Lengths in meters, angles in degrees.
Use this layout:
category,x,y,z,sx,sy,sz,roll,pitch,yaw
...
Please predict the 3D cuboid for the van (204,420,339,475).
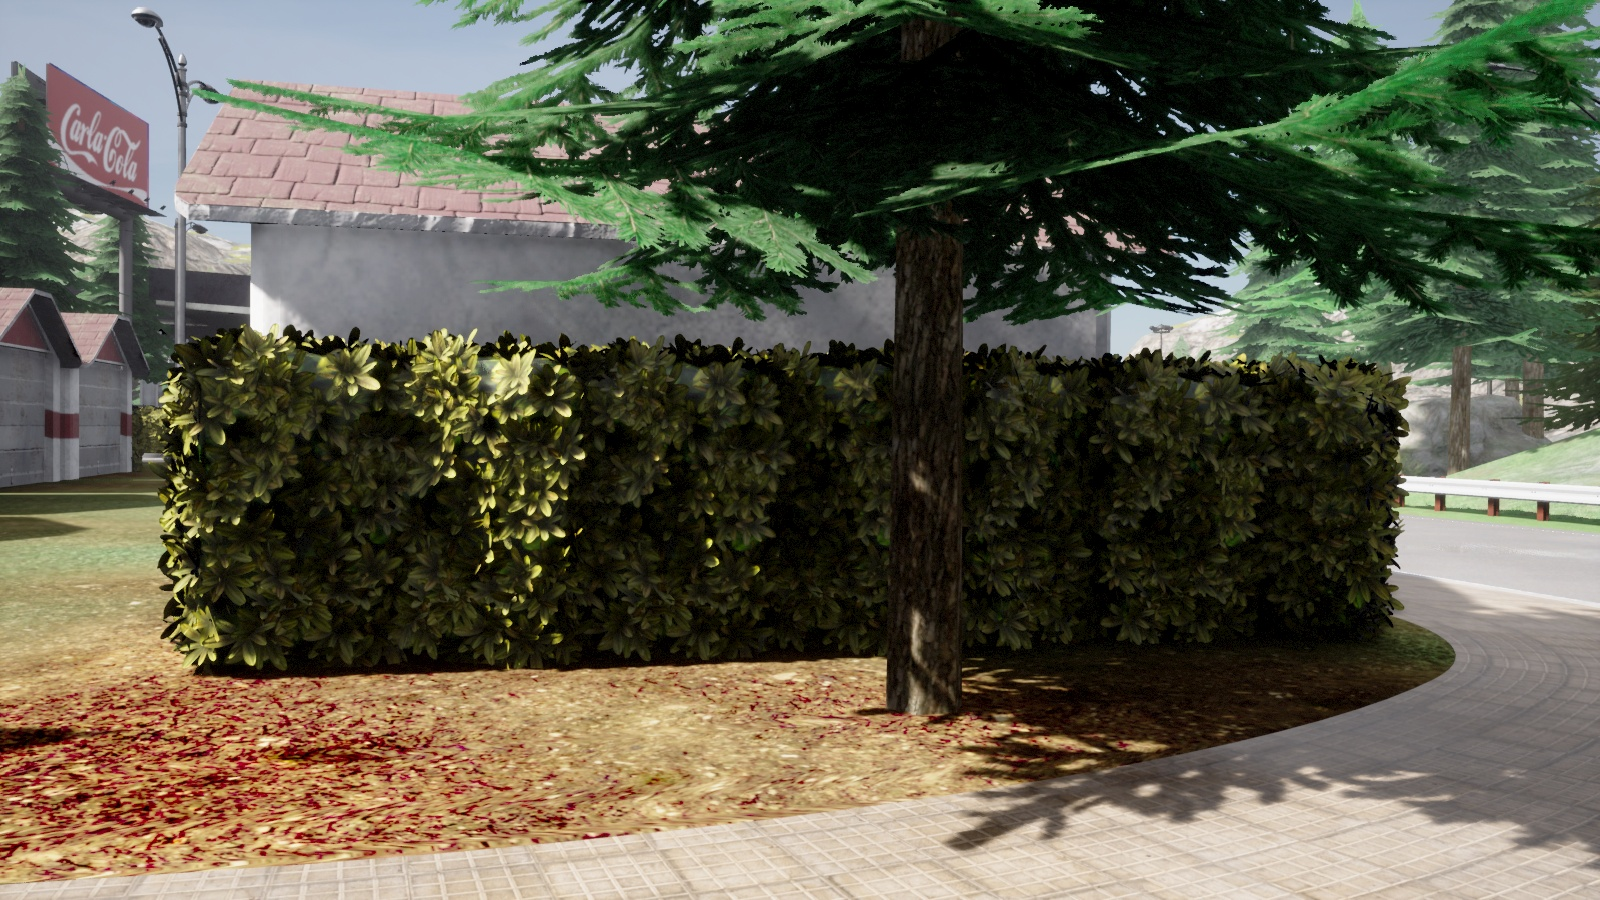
category,x,y,z,sx,sy,sz,roll,pitch,yaw
van,-19.764,-0.103,47.132,4.442,1.987,1.775,0,0,-14
